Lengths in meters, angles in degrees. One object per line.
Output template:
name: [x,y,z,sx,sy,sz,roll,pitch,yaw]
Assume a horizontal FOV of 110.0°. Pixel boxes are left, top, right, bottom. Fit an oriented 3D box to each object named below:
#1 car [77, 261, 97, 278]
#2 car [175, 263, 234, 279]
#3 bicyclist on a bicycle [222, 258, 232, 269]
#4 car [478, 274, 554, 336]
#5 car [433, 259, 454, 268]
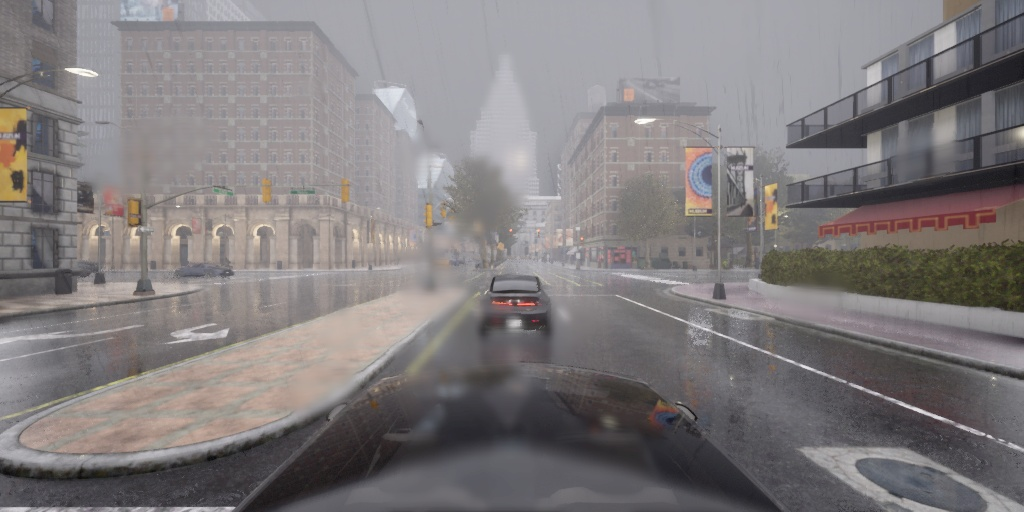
car: [-40.979,1.275,32.309,4.674,1.442,1.812,0,0,0]
car: [-27.654,1.314,32.326,4.181,1.385,1.994,0,0,0]
bicyclist on a bicycle: [-37.170,1.050,46.770,0.582,1.620,1.656,0,0,0]
car: [0.101,1.255,10.331,1.837,1.490,4.892,0,0,0]
car: [-11.407,1.228,59.669,1.882,1.535,5.008,0,0,0]
